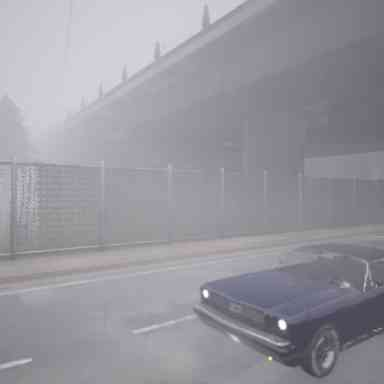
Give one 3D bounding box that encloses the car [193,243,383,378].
[{"bbox_3d":[2.370,1.629,5.670,4.718,1.301,1.895,0,0,-35],"label":"car"}]
